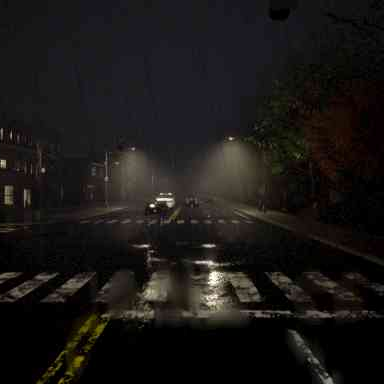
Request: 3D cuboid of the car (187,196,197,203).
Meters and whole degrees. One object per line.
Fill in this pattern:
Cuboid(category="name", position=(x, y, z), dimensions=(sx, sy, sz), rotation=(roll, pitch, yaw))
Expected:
Cuboid(category="car", position=(-0.054, 1.521, 67.721), dimensions=(2.033, 1.411, 5.357), rotation=(0, 0, 0))

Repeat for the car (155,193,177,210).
Cuboid(category="car", position=(-3.432, 1.206, 43.137), dimensions=(2.150, 2.045, 5.566), rotation=(0, 0, 0))

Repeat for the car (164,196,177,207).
Cuboid(category="car", position=(-3.450, 1.485, 53.605), dimensions=(1.837, 1.490, 4.892), rotation=(0, 0, 0))

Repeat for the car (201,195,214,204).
Cuboid(category="car", position=(3.205, 1.577, 63.231), dimensions=(1.895, 1.301, 4.718), rotation=(0, 0, 0))

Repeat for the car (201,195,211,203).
Cuboid(category="car", position=(3.080, 1.494, 73.237), dimensions=(2.128, 1.511, 4.902), rotation=(0, 0, 0))

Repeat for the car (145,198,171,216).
Cuboid(category="car", position=(-3.415, 1.553, 32.736), dimensions=(1.994, 1.385, 4.181), rotation=(0, 0, 0))

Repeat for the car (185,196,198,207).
Cuboid(category="car", position=(-0.015, 1.583, 49.196), dimensions=(1.895, 1.301, 4.718), rotation=(0, 0, 0))
